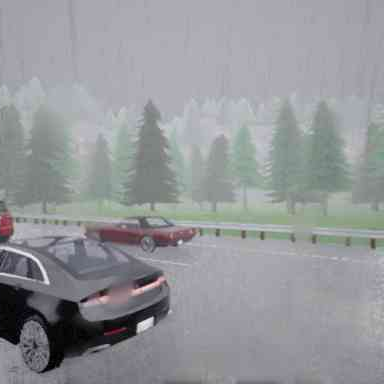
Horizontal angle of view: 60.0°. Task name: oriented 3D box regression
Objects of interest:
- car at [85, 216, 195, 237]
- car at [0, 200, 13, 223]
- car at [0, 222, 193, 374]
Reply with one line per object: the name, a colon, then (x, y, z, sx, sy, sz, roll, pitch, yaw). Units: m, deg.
car: (-2.315, 1.636, 13.850, 4.718, 1.301, 1.895, 0, 0, 33)
car: (-10.185, 1.308, 14.621, 5.566, 2.045, 2.150, 0, 0, 31)
car: (-2.614, 1.516, 5.650, 4.902, 1.511, 2.128, 0, 0, 34)
